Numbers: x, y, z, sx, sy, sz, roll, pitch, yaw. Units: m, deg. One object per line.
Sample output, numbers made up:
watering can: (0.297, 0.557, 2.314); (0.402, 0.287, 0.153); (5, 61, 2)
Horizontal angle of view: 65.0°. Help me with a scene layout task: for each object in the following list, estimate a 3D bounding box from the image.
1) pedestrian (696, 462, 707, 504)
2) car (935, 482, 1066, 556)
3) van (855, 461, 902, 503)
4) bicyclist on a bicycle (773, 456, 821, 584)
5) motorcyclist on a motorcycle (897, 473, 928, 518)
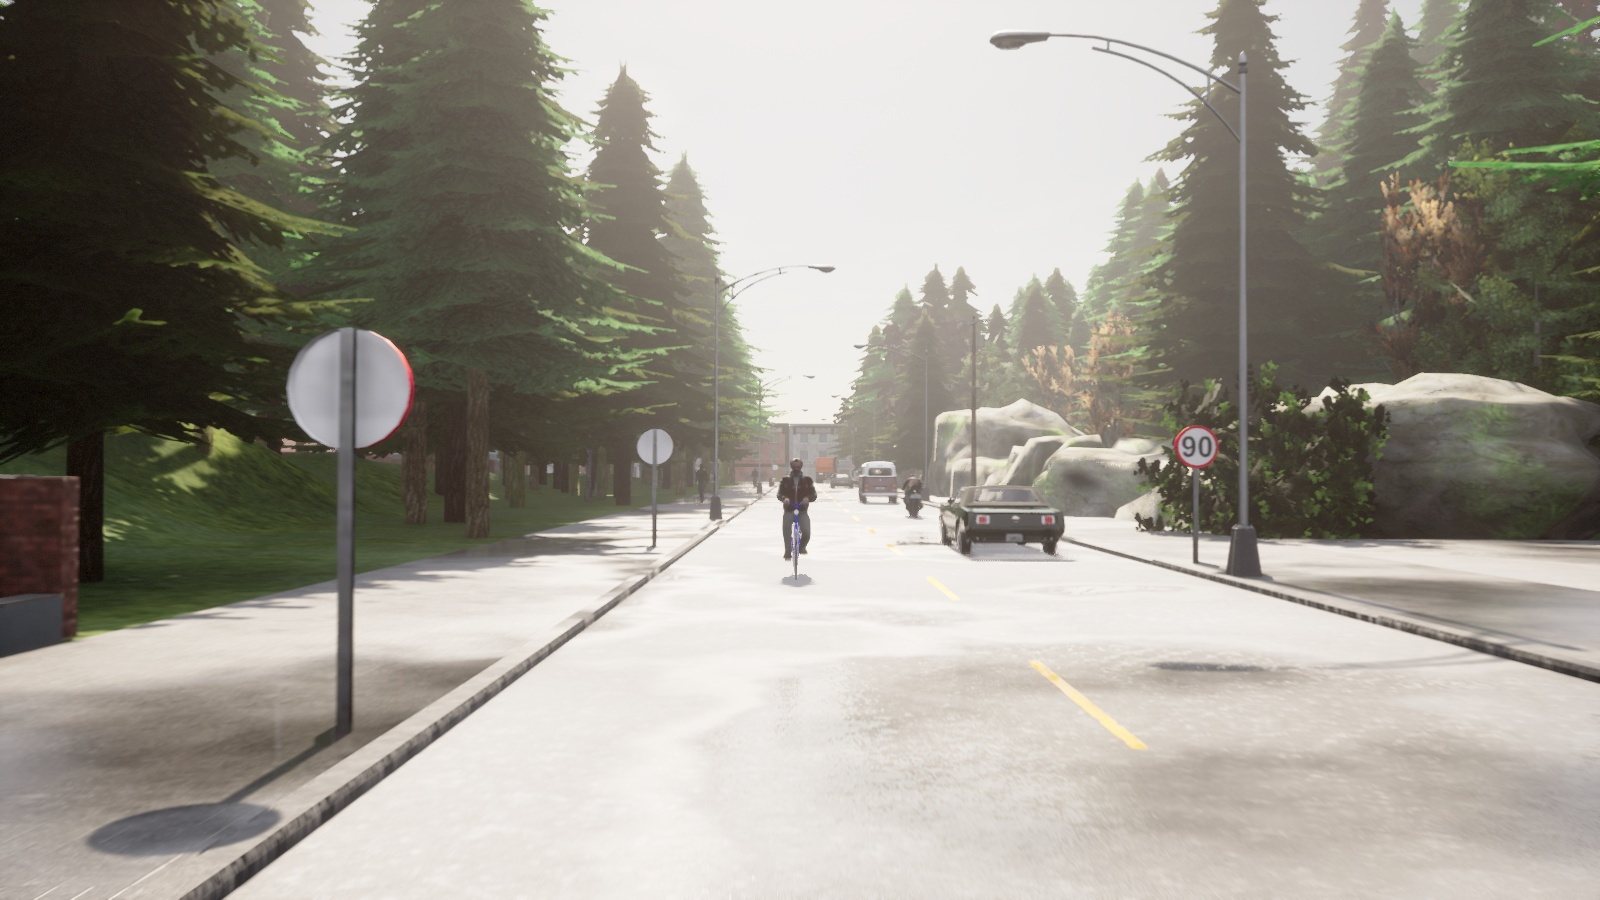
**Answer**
pedestrian: (-4.435, 1.489, 56.587); (0.353, 1.847, 0.614); (0, -1, 11)
car: (3.937, 1.325, 25.447); (1.895, 1.301, 4.718); (0, -1, 0)
van: (3.886, 1.581, 63.147); (2.069, 2.038, 4.480); (0, -1, 0)
bicyclist on a bicycle: (-0.046, 0.992, 18.312); (0.659, 1.776, 1.843); (0, -1, 0)
motorcyclist on a motorcycle: (3.908, 1.564, 43.623); (0.866, 1.530, 2.191); (0, -1, 0)
